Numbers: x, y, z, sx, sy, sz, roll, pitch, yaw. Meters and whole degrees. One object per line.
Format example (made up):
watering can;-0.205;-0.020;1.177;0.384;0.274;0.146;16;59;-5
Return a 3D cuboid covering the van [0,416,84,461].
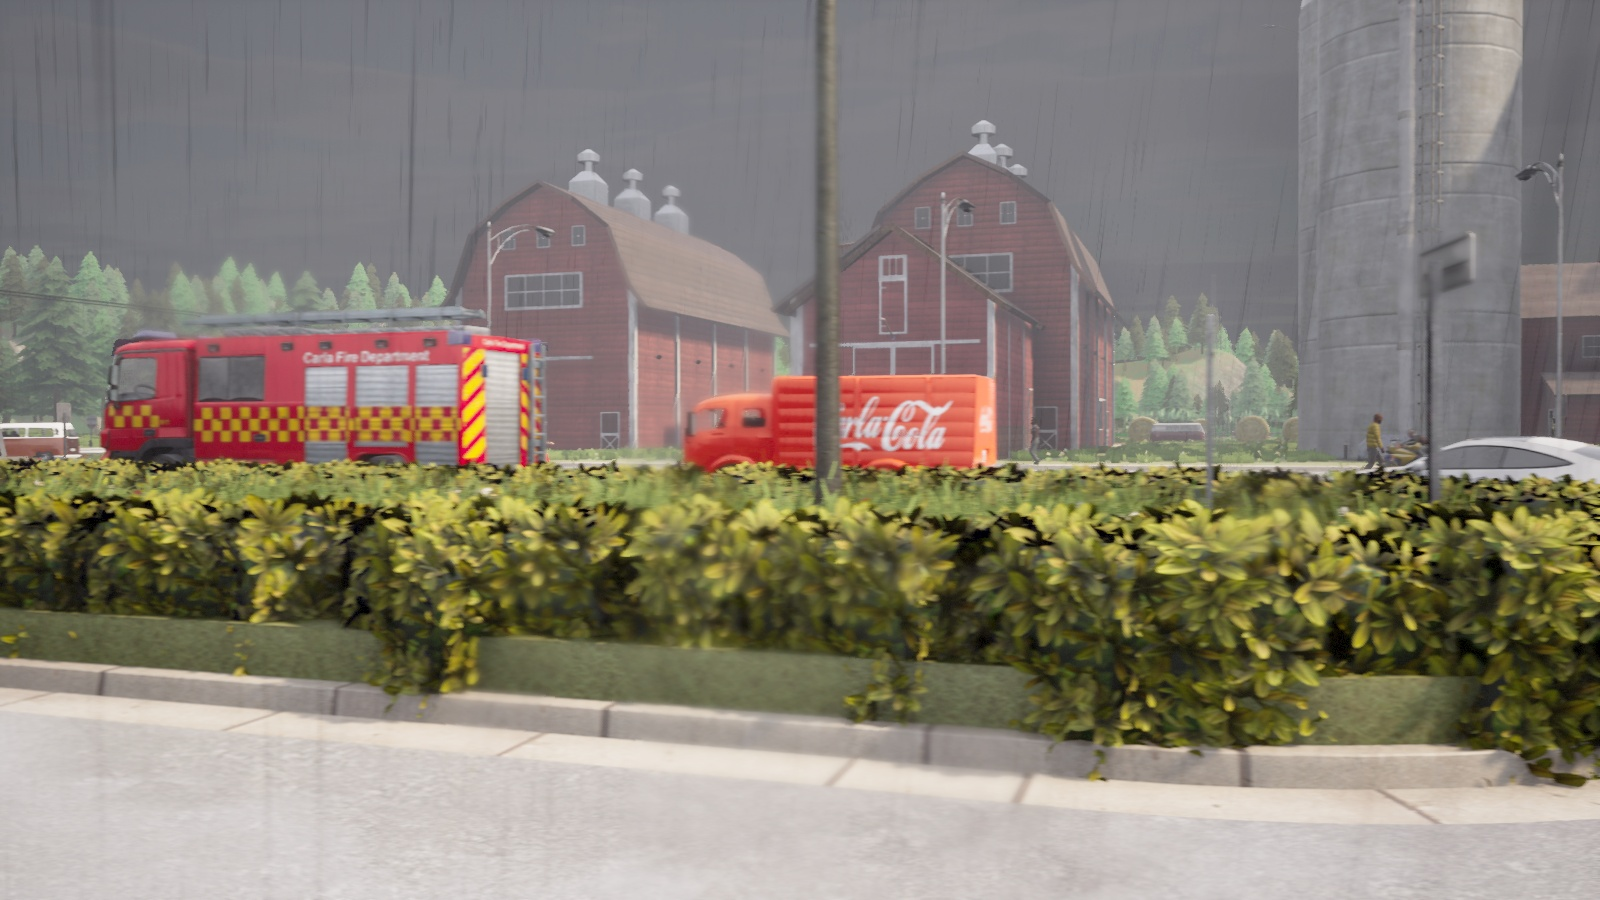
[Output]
van;-36.545;-0.534;59.078;4.480;2.038;2.069;0;0;-5

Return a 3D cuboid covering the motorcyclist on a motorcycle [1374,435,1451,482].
motorcyclist on a motorcycle;20.528;0.264;42.145;2.191;1.530;0.866;1;1;18

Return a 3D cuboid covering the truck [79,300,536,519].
truck;-9.661;-0.768;24.660;8.468;3.827;2.891;1;1;18

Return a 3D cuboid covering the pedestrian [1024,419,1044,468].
pedestrian;9.258;-0.280;49.755;0.666;1.930;0.402;1;1;32

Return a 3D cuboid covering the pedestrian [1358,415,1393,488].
pedestrian;14.452;0.031;31.554;0.726;1.835;0.370;0;1;17

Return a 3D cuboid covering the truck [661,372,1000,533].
truck;0.578;0.001;21.304;5.204;2.467;2.627;0;1;18

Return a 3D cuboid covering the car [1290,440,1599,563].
car;9.329;0.614;17.080;1.812;1.442;4.674;0;1;-38
